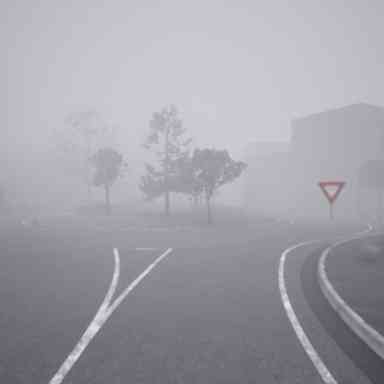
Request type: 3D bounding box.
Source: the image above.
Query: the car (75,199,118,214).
[{"bbox_3d":[-10.995,1.737,37.516,4.181,1.385,1.994,1,-1,-42],"label":"car"}]

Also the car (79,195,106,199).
[{"bbox_3d":[-24.512,1.719,80.795,5.566,2.045,2.435,0,-1,-2],"label":"car"}]

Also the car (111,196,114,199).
[{"bbox_3d":[-25.091,2.289,91.950,5.366,1.575,1.946,0,-2,-2],"label":"car"}]

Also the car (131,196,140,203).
[{"bbox_3d":[-12.234,1.796,79.053,4.553,1.767,2.185,0,-1,-2],"label":"car"}]

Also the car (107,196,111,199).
[{"bbox_3d":[-24.703,1.859,86.252,5.566,2.045,2.435,0,-1,-2],"label":"car"}]

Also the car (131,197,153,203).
[{"bbox_3d":[-12.315,1.997,82.083,5.008,1.535,2.097,0,-1,-2],"label":"car"}]
